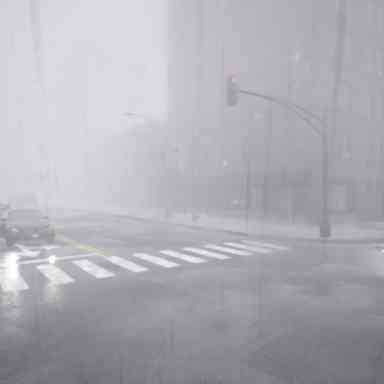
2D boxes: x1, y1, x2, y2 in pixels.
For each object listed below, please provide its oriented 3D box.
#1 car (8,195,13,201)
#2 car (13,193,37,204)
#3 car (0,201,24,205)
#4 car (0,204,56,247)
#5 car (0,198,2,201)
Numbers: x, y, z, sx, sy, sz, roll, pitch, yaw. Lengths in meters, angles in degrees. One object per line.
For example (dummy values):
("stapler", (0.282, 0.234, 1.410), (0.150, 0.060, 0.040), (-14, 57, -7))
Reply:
("car", (-31.145, 1.287, 58.693), (2.097, 1.767, 4.553), (0, 0, -32))
("car", (-25.060, 1.165, 50.431), (2.150, 2.045, 5.566), (0, 0, -36))
("car", (-12.919, 1.540, 22.379), (1.994, 1.385, 4.181), (0, 0, -36))
("car", (-7.759, 1.509, 15.315), (1.812, 1.442, 4.674), (0, 0, -38))
("car", (-34.722, 1.291, 58.188), (2.097, 1.767, 4.553), (0, 0, -36))
